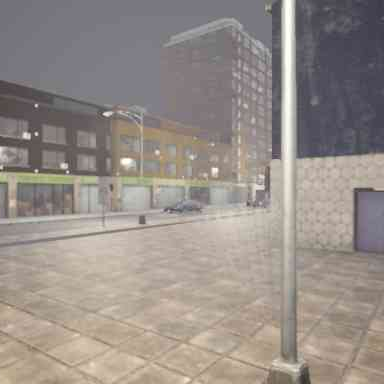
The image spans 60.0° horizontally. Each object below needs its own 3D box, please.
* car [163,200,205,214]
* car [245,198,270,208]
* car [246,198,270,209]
[{"bbox_3d":[-0.719,1.512,35.157,2.033,1.411,5.357,0,0,35],"label":"car"},{"bbox_3d":[9.809,1.605,49.743,1.895,1.301,4.718,0,0,36],"label":"car"},{"bbox_3d":[9.685,1.493,44.737,2.033,1.411,5.357,0,0,36],"label":"car"}]
